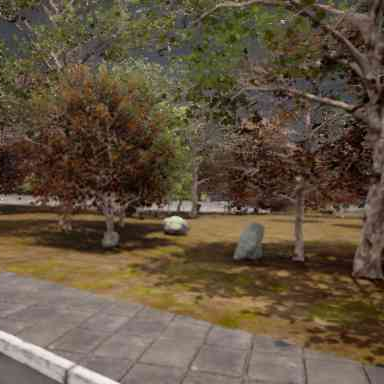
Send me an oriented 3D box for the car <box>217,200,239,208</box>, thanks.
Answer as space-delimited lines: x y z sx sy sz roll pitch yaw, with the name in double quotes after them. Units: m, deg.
9.071 3.104 89.206 2.435 2.045 5.566 4 0 45 "car"
